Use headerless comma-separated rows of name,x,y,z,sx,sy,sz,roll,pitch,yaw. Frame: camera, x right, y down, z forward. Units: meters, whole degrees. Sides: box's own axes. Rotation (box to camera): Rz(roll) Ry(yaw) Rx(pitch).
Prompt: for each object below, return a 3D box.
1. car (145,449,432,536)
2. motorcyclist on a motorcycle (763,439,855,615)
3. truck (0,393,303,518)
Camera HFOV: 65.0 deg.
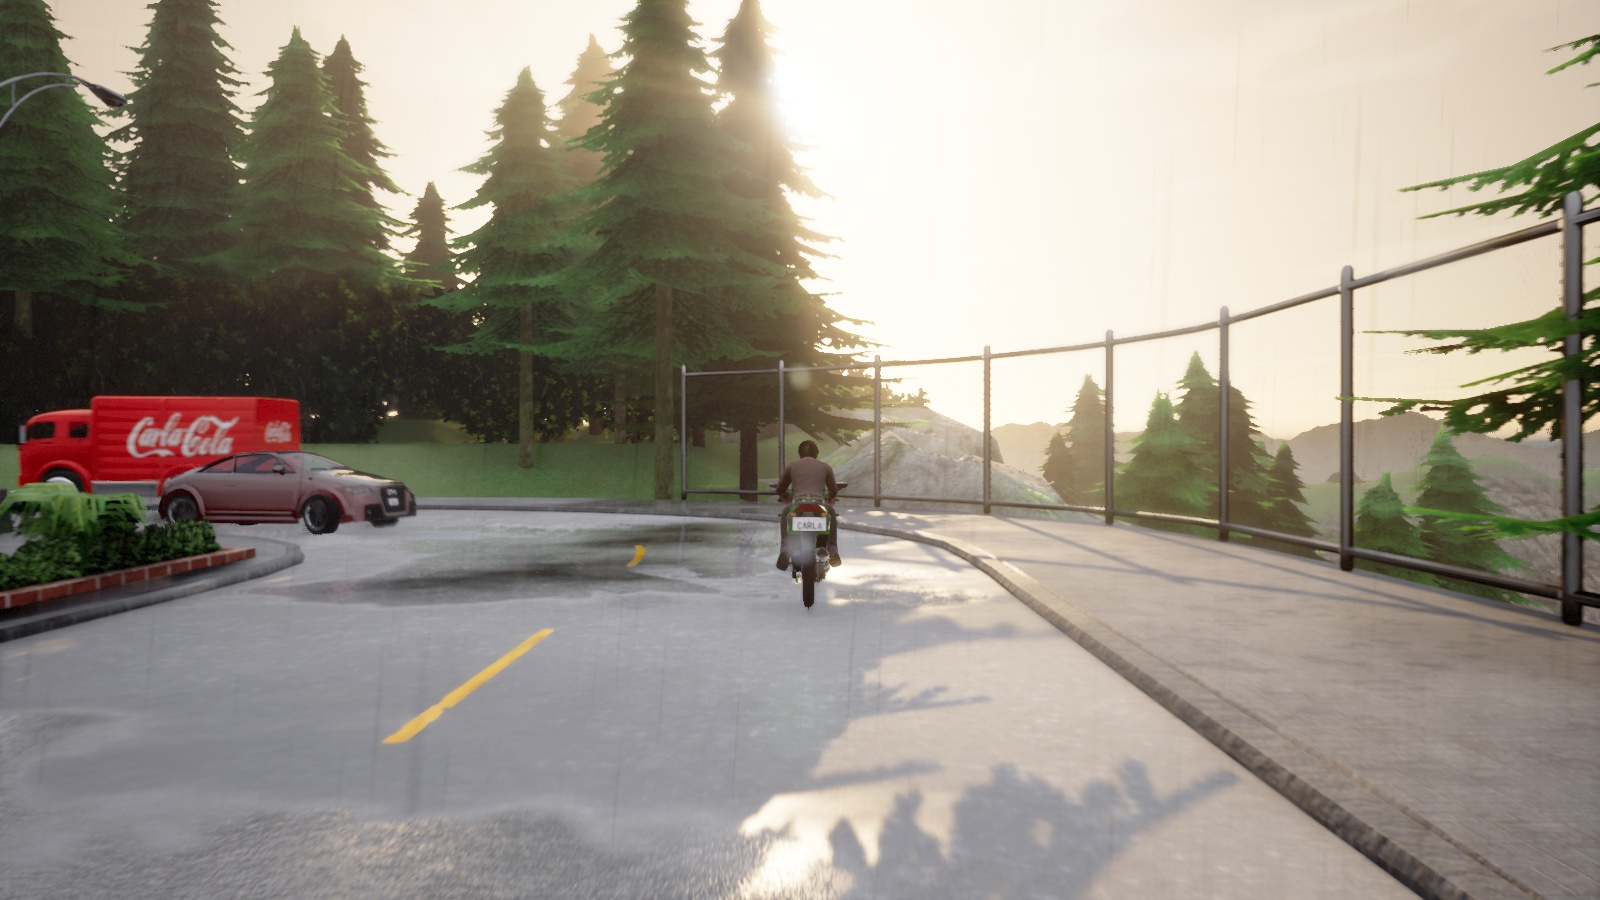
car,-8.722,0.683,21.551,4.181,1.385,1.994,0,0,14
motorcyclist on a motorcycle,0.078,0.661,11.922,0.797,1.523,2.044,0,0,0
truck,-13.493,0.101,26.170,5.204,2.467,2.627,0,0,2
